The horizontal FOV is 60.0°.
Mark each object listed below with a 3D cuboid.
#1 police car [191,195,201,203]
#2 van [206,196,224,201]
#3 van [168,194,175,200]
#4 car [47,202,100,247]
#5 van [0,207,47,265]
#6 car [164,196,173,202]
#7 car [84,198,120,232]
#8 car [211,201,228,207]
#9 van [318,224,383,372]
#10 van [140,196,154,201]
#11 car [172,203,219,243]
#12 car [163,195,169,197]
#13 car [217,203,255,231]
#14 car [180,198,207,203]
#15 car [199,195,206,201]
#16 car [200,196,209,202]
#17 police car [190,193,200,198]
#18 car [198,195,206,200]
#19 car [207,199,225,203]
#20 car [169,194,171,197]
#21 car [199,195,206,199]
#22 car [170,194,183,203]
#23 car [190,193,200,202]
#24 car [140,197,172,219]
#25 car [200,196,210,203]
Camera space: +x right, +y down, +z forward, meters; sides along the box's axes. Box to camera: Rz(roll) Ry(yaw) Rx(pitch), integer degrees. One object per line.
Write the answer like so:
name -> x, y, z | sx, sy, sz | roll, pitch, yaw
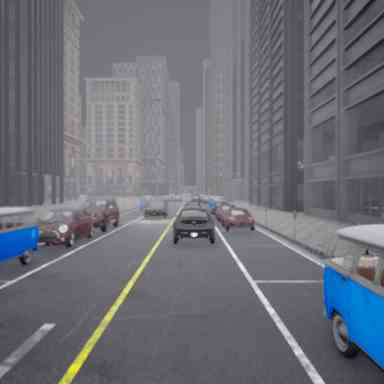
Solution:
police car -> 0.772, 1.482, 71.692 | 1.930, 1.638, 5.238 | 0, 0, -2
van -> 2.758, 1.373, 37.312 | 1.690, 1.788, 3.998 | 0, 0, 0
van -> -5.766, 1.401, 93.718 | 1.690, 1.788, 3.998 | 0, 0, 0
car -> -5.766, 1.453, 14.744 | 1.967, 1.590, 4.097 | 0, 0, 0
van -> -5.767, 1.349, 9.104 | 1.690, 1.788, 3.998 | 0, 0, 0
car -> -5.766, 1.625, 82.436 | 1.947, 1.339, 4.313 | 0, 0, 0
car -> -5.767, 1.333, 20.386 | 2.192, 1.841, 5.009 | 0, 0, 0
car -> 2.760, 1.605, 26.030 | 1.802, 1.307, 4.206 | 0, 0, 0
van -> 2.759, 1.344, 3.468 | 1.690, 1.788, 3.998 | 0, 0, 0
van -> -5.767, 1.378, 42.950 | 1.690, 1.788, 3.998 | 0, 0, 0
car -> 0.096, 1.519, 16.205 | 1.837, 1.490, 4.892 | 0, 0, 0
car -> -5.766, 1.615, 59.872 | 1.947, 1.339, 4.313 | 0, 0, 0
car -> 2.759, 1.600, 20.390 | 1.802, 1.307, 4.206 | 0, 0, 0
car -> 0.096, 1.592, 32.159 | 1.994, 1.385, 4.181 | 0, 0, 0
car -> 2.760, 1.586, 88.248 | 1.752, 1.417, 4.829 | 0, 0, 0
car -> 2.760, 1.624, 76.796 | 1.947, 1.339, 4.313 | 0, 0, 0
police car -> 0.887, 1.478, 61.720 | 1.930, 1.638, 5.238 | 0, 0, 0
car -> 2.760, 1.611, 93.718 | 2.008, 1.369, 4.403 | 0, 0, 0
car -> 2.759, 1.594, 31.671 | 1.947, 1.339, 4.313 | 0, 0, 0
car -> -5.766, 1.496, 71.153 | 1.967, 1.590, 4.097 | 0, 0, 0
car -> 2.759, 1.594, 59.874 | 1.887, 1.381, 4.507 | 0, 0, 0
car -> -3.001, 1.532, 70.114 | 1.882, 1.535, 5.008 | 0, 0, 0
car -> 0.676, 1.281, 77.640 | 2.150, 2.045, 5.566 | 0, 0, 0
car -> -3.099, 1.504, 29.897 | 1.882, 1.535, 5.008 | 0, 0, 0
car -> 2.760, 1.607, 71.155 | 2.008, 1.369, 4.403 | 0, 0, 0
